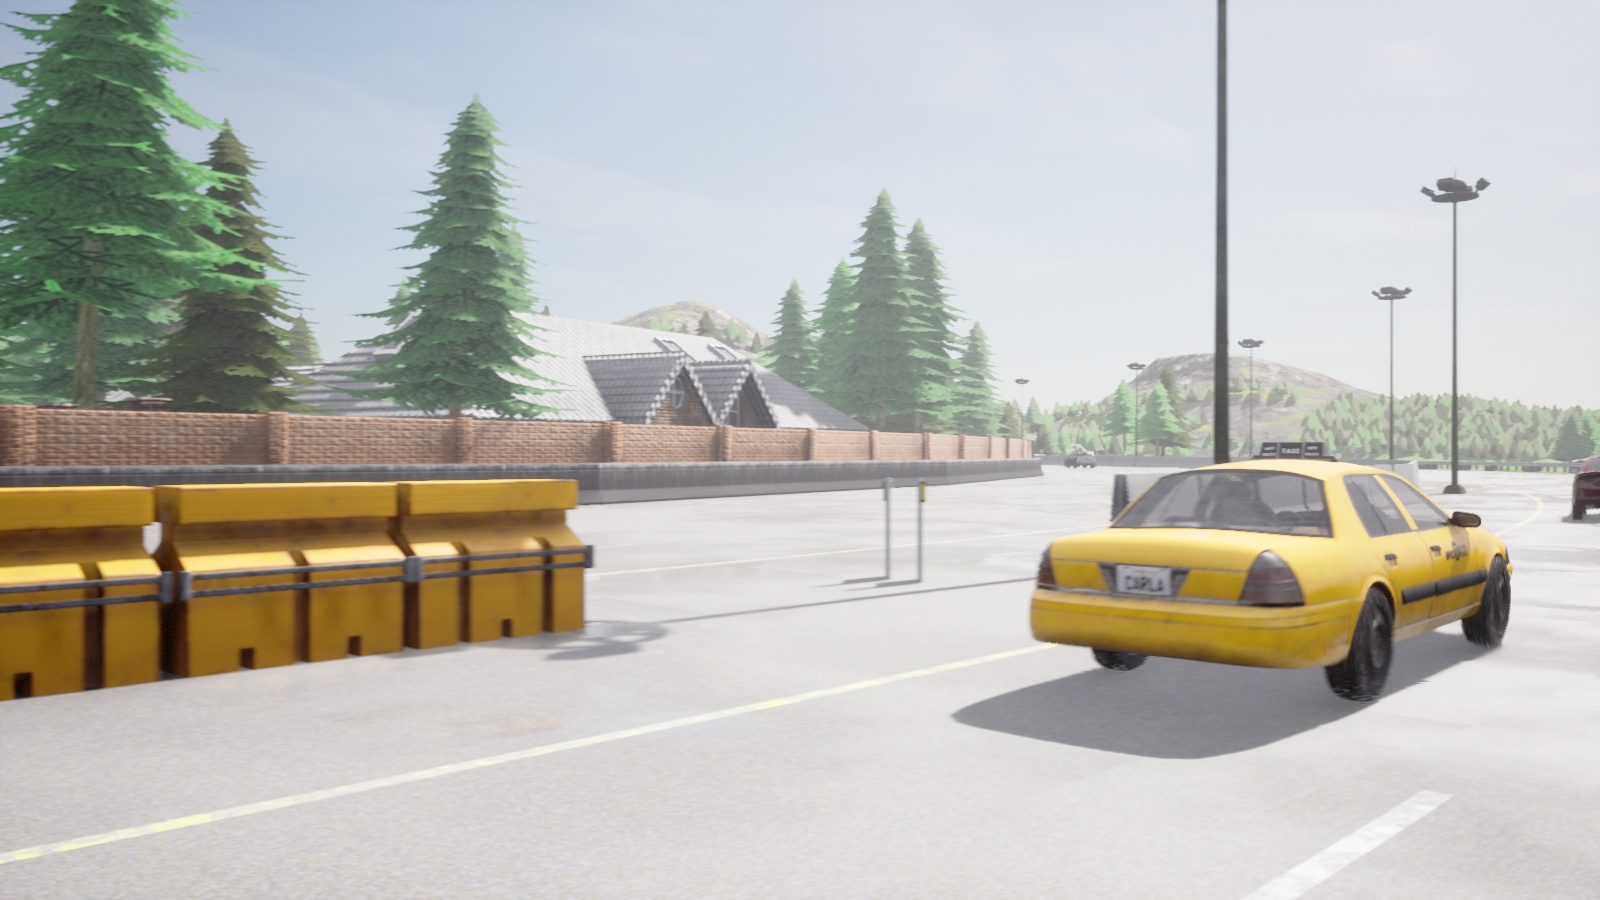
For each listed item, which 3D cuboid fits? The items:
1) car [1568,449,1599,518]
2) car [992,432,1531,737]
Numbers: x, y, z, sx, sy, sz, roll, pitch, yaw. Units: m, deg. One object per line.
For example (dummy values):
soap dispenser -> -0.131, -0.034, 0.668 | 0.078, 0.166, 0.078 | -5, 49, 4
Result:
car -> 19.540, 0.754, 30.050 | 1.882, 1.535, 5.008 | 0, 0, 33
car -> 3.636, 0.698, 9.080 | 1.801, 1.575, 5.366 | 0, 0, 42
